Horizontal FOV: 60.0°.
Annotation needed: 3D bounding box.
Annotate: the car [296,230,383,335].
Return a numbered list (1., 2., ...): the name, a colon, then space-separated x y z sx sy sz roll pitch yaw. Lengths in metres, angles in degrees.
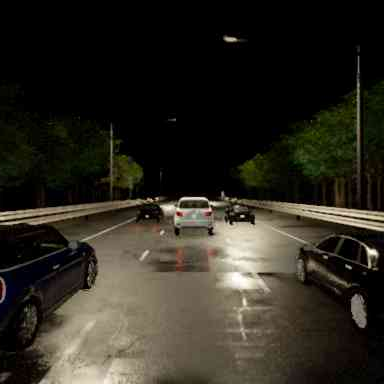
1. car: 3.602 1.545 6.758 1.837 1.490 4.892 0 0 0

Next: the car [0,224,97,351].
1. car: -3.398 1.389 6.437 2.097 1.767 4.553 0 0 0

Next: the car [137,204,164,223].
1. car: -3.385 1.682 27.351 1.812 1.442 4.674 0 0 0

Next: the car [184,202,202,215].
1. car: 0.122 1.820 38.535 1.895 1.301 4.718 0 0 0

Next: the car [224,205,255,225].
1. car: 3.614 1.713 25.825 1.994 1.385 4.181 0 0 0

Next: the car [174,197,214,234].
1. car: 0.110 1.337 20.057 2.150 2.045 5.566 0 0 0
